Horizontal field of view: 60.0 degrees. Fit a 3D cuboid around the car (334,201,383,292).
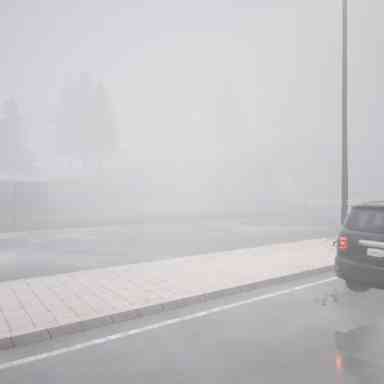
[{"bbox_3d":[5.596,1.221,7.737,5.566,2.045,2.150,0,0,-35],"label":"car"}]
